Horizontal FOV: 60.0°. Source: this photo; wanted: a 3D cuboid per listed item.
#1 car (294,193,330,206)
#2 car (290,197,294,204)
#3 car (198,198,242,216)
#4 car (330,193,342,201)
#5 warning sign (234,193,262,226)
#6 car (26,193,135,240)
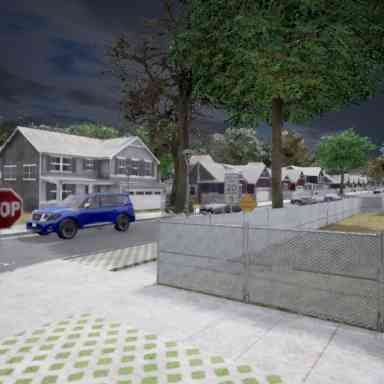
[{"bbox_3d":[14.450,1.047,39.813,2.128,1.511,4.902,1,2,36],"label":"car"},{"bbox_3d":[14.949,0.997,45.344,1.994,1.385,4.181,1,2,36],"label":"car"},{"bbox_3d":[2.673,1.253,28.196,2.033,1.411,5.357,1,2,35],"label":"car"},{"bbox_3d":[20.430,0.926,48.311,1.812,1.442,4.674,1,2,35],"label":"car"},{"bbox_3d":[3.326,0.998,19.845,1.300,1.860,1.060,1,0,35],"label":"warning sign"},{"bbox_3d":[-5.344,1.077,16.879,2.150,2.045,5.566,1,1,35],"label":"car"}]
